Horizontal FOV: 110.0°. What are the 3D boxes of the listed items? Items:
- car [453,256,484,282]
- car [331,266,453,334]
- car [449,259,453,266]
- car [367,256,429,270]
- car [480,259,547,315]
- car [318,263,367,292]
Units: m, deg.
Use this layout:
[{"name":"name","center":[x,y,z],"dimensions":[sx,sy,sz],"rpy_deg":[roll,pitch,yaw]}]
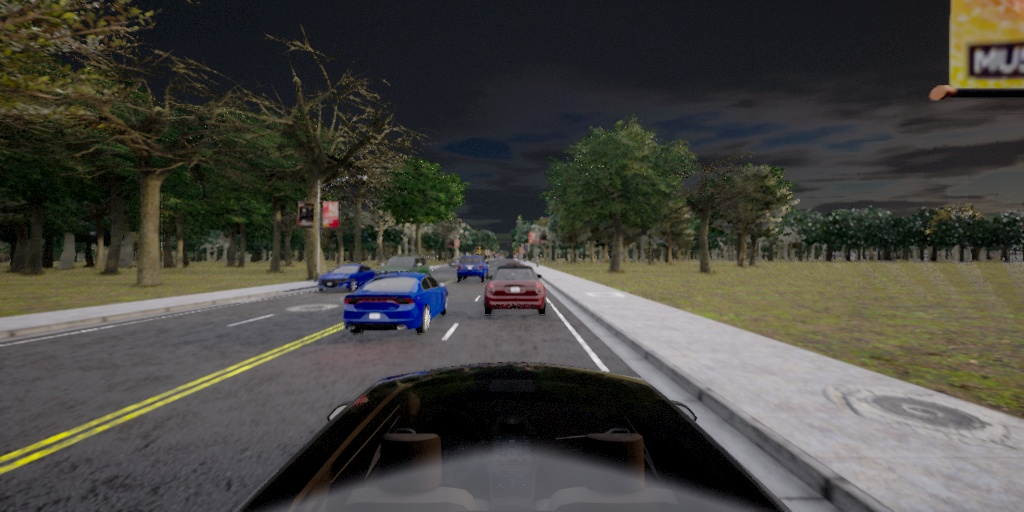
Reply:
[{"name":"car","center":[-3.140,0.987,29.395],"dimensions":[2.150,2.045,5.566],"rpy_deg":[0,0,0]},{"name":"car","center":[-3.147,1.232,10.697],"dimensions":[1.882,1.535,5.008],"rpy_deg":[0,0,0]},{"name":"car","center":[-9.768,1.287,62.344],"dimensions":[2.128,1.511,4.902],"rpy_deg":[0,0,1]},{"name":"car","center":[-6.594,0.983,22.135],"dimensions":[2.150,2.045,5.566],"rpy_deg":[0,0,0]},{"name":"car","center":[0.105,1.108,13.726],"dimensions":[2.097,1.767,4.553],"rpy_deg":[0,0,0]},{"name":"car","center":[-9.843,1.238,21.864],"dimensions":[1.882,1.535,5.008],"rpy_deg":[0,0,0]}]
